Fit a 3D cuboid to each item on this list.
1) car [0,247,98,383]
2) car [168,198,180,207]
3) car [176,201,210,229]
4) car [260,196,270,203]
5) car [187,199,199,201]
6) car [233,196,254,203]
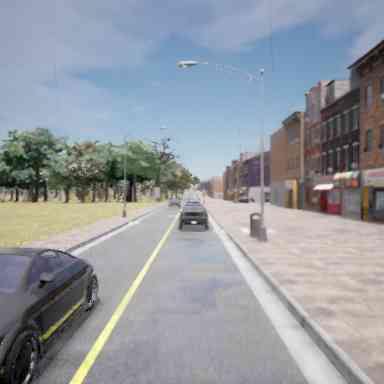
[{"bbox_3d":[-2.847,1.567,4.952,1.994,1.385,4.181,0,0,0],"label":"car"},{"bbox_3d":[-2.728,1.723,53.362,2.033,1.411,5.357,0,-1,0],"label":"car"},{"bbox_3d":[0.112,1.551,22.010,1.837,1.490,4.892,0,0,0],"label":"car"},{"bbox_3d":[15.995,1.503,67.759,4.206,1.307,1.802,-1,1,0],"label":"car"},{"bbox_3d":[0.120,1.602,42.834,2.128,1.511,4.902,0,0,0],"label":"car"},{"bbox_3d":[10.464,1.591,67.763,4.403,1.369,2.008,-1,1,0],"label":"car"}]
